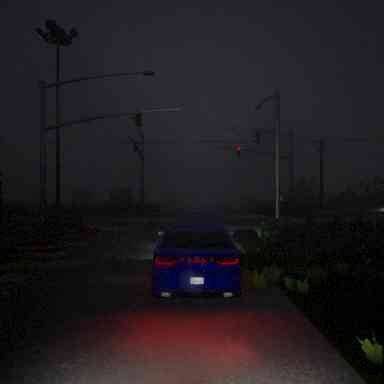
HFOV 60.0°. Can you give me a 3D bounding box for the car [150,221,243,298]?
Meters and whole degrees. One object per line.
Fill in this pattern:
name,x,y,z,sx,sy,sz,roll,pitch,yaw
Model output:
car,0.101,1.478,8.582,1.882,1.535,5.008,0,0,0
